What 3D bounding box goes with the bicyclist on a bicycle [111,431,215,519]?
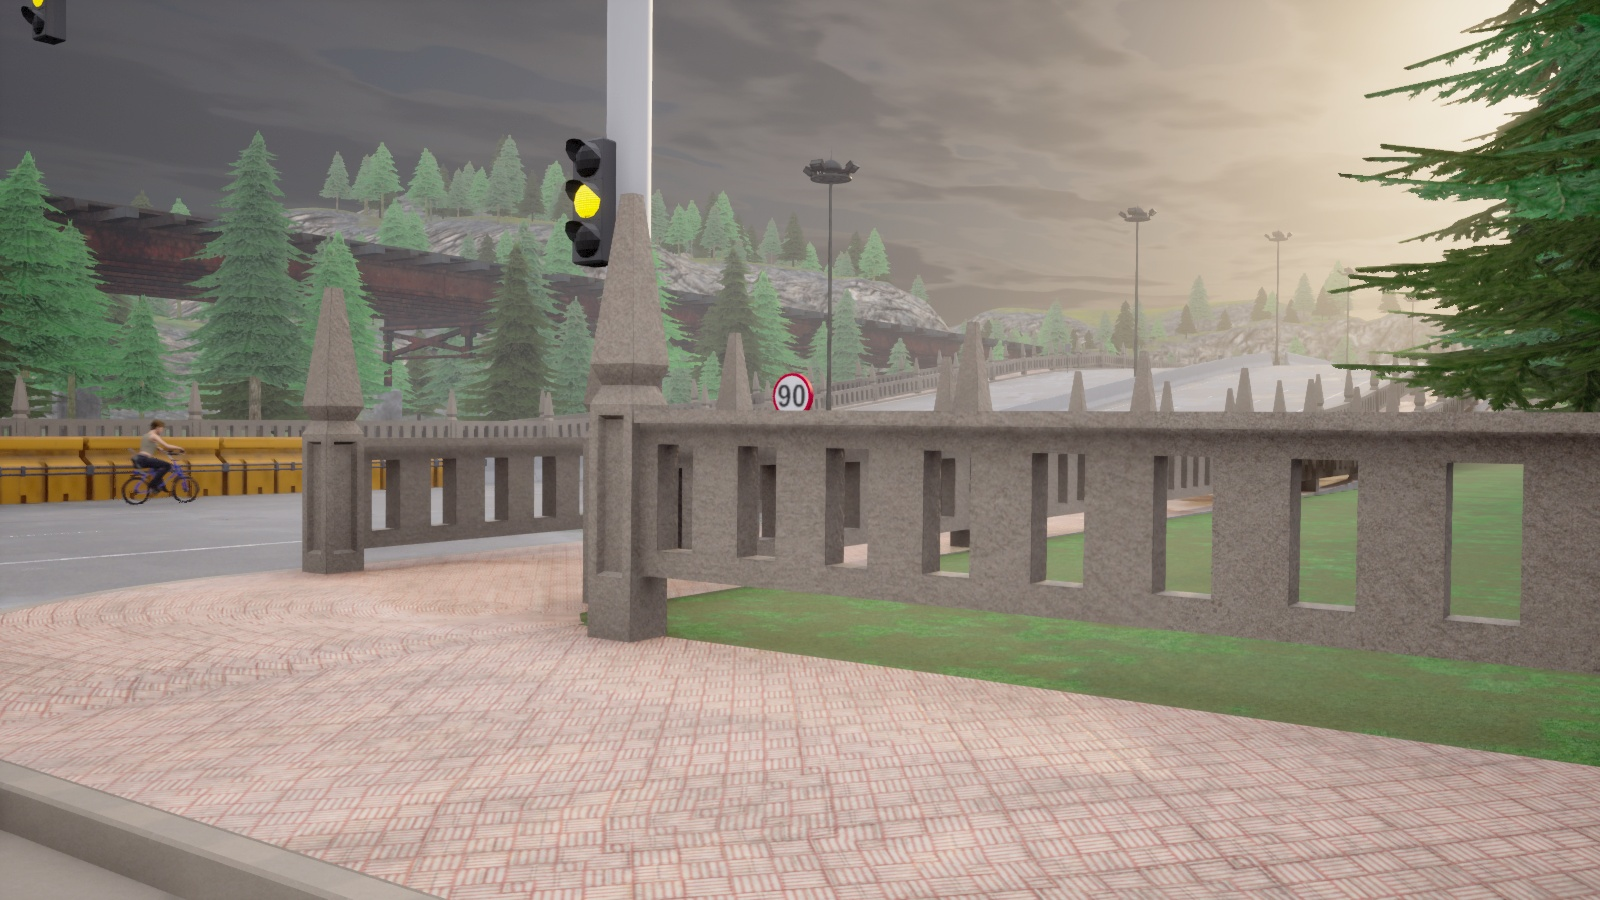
[{"bbox_3d":[-12.063,0.452,23.809,0.866,1.612,1.509,0,1,34],"label":"bicyclist on a bicycle"}]
